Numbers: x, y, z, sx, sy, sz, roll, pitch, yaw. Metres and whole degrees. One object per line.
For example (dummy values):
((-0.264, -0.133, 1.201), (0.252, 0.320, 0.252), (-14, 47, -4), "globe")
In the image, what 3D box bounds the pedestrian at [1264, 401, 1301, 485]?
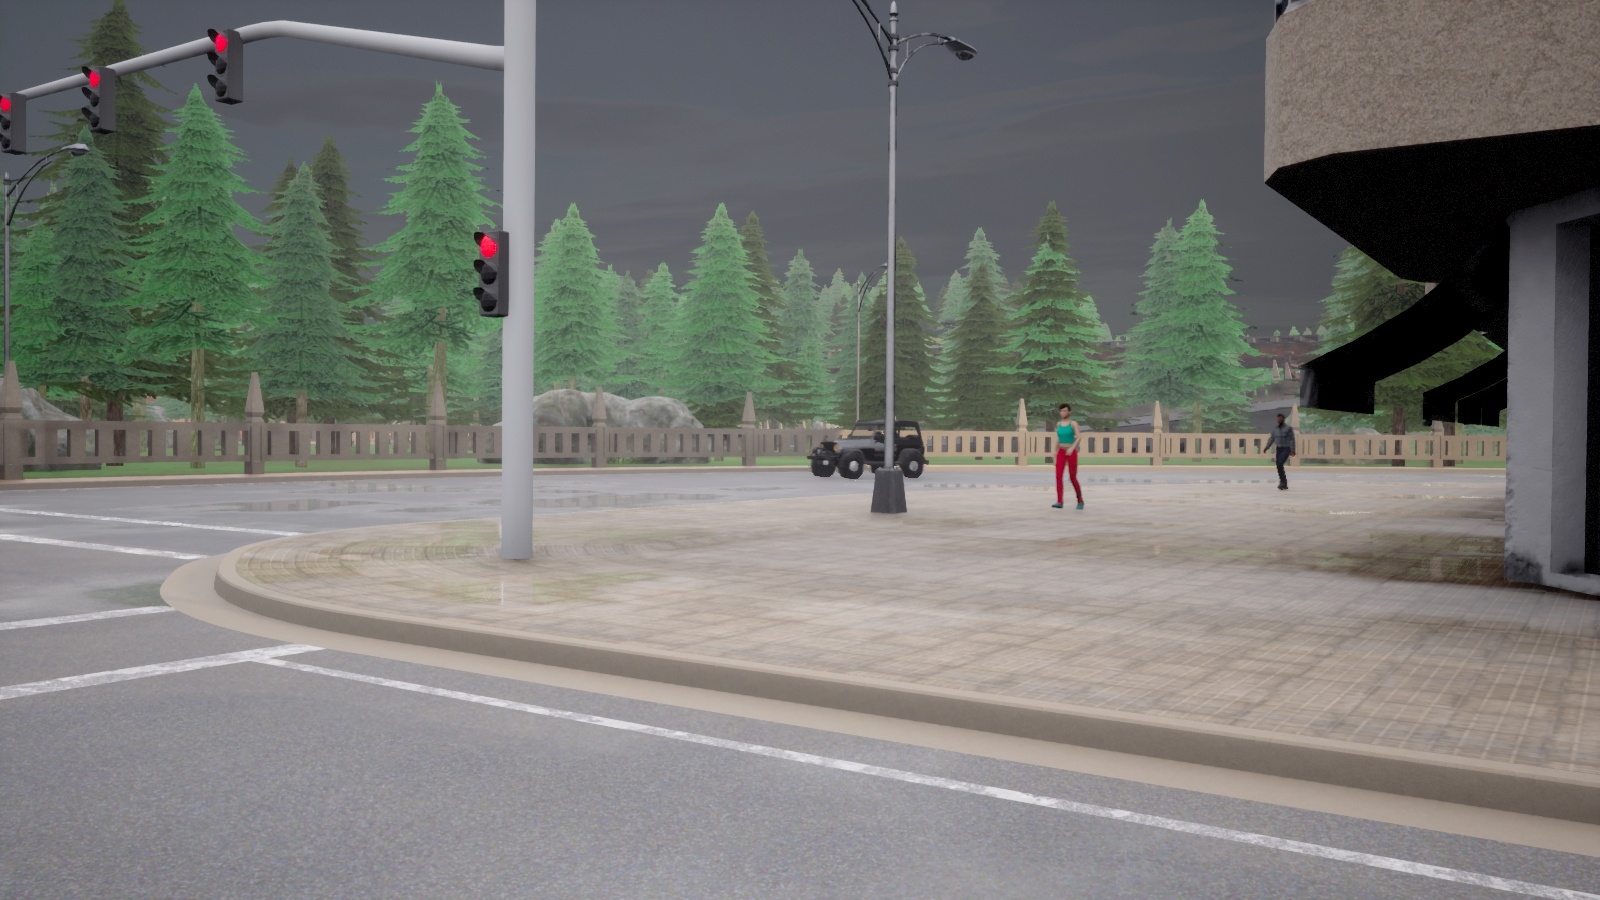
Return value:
((11.293, -0.174, 29.399), (0.788, 1.949, 0.423), (-1, 1, -32), "pedestrian")

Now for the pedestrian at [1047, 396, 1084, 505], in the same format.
((4.560, 0.003, 21.555), (0.345, 1.836, 0.594), (0, 1, 43), "pedestrian")

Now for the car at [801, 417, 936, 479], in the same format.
((2.185, -0.093, 39.904), (3.866, 1.878, 1.905), (-1, 1, -32), "car")
